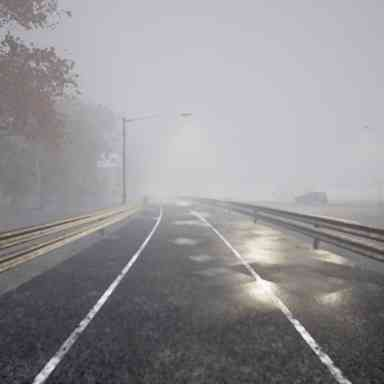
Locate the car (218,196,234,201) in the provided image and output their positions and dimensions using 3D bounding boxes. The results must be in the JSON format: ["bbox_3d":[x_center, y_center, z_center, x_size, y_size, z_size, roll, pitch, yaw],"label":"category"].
[{"bbox_3d":[7.773,1.506,76.935,1.895,1.301,4.718,0,0,-24],"label":"car"}]

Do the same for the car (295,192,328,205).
[{"bbox_3d":[18.734,0.986,52.243,2.150,2.045,5.566,0,0,-24],"label":"car"}]
